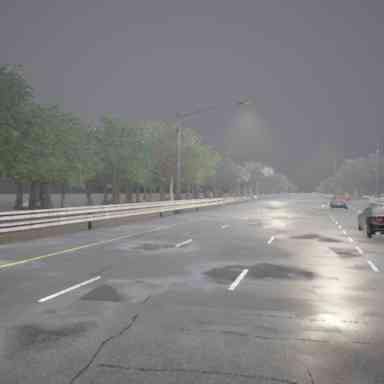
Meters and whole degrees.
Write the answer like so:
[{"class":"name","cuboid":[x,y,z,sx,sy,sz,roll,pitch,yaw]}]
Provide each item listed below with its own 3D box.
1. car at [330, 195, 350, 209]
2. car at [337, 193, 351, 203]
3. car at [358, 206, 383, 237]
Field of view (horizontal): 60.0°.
[{"class":"car","cuboid":[20.085,1.542,45.712,1.994,1.385,4.181,0,0,20]},{"class":"car","cuboid":[30.292,1.192,66.638,2.150,2.045,5.566,0,0,34]},{"class":"car","cuboid":[9.983,1.485,17.491,1.882,1.535,5.008,0,0,20]}]
